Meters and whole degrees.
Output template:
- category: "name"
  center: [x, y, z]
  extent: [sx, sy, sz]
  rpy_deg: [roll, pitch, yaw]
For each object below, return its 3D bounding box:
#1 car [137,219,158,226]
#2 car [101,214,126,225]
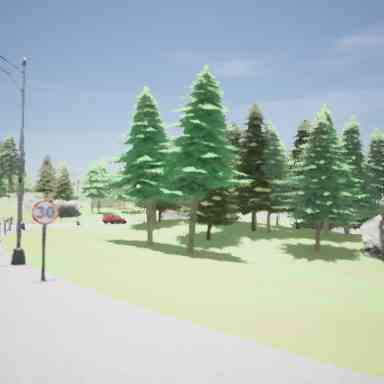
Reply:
- category: "car"
  center: [-10.005, 6.950, 75.460]
  extent: [2.033, 1.411, 5.357]
  rpy_deg: [0, -6, 44]
- category: "car"
  center: [-15.711, 5.523, 66.910]
  extent: [2.150, 2.045, 5.566]
  rpy_deg: [0, -5, 30]
